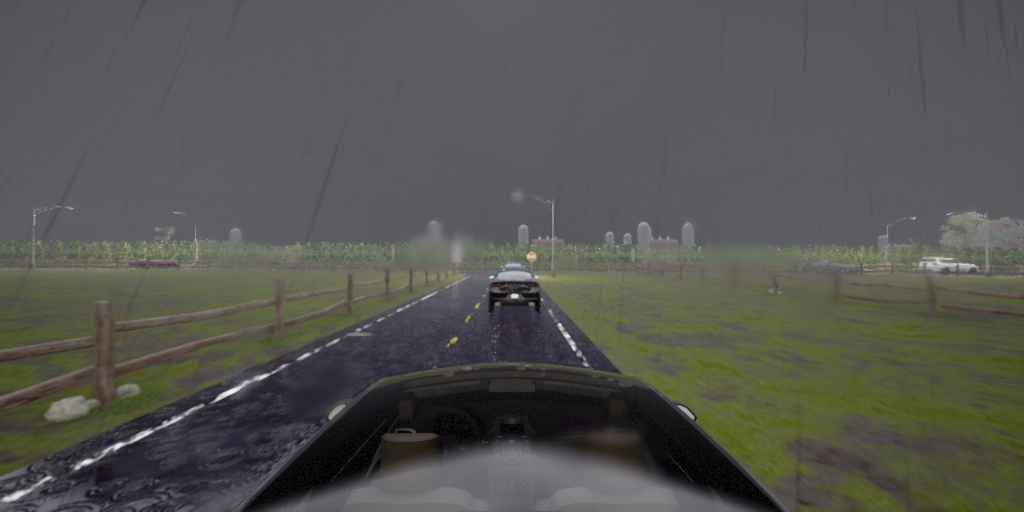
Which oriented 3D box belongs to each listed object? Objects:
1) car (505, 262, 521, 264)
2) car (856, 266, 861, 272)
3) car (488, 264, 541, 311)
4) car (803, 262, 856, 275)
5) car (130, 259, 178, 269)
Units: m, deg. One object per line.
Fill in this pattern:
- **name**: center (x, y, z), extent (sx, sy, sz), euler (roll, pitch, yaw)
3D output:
- **car**: center (0.083, 1.218, 29.349), extent (1.882, 1.535, 5.008), euler (0, 0, 0)
- **car**: center (43.193, 1.673, 47.698), extent (5.357, 1.411, 2.033), euler (1, -1, 1)
- **car**: center (0.092, 1.225, 14.503), extent (1.882, 1.535, 5.008), euler (0, -1, 0)
- **car**: center (39.368, 1.537, 44.937), extent (4.902, 1.511, 2.128), euler (0, -1, 0)
- **car**: center (-45.065, 1.020, 45.317), extent (4.718, 1.301, 1.895), euler (0, -1, 1)
